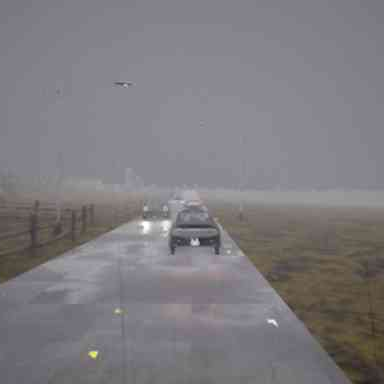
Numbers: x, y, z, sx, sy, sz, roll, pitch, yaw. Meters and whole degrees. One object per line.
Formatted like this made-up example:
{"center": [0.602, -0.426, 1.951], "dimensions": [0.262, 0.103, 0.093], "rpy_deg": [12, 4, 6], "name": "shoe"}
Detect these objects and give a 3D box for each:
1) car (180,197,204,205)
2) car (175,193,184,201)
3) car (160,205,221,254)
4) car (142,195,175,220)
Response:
{"center": [0.115, 1.464, 29.983], "dimensions": [1.812, 1.442, 4.674], "rpy_deg": [0, 0, 0], "name": "car"}
{"center": [-2.713, 0.954, 68.326], "dimensions": [2.097, 1.767, 4.553], "rpy_deg": [0, 1, 0], "name": "car"}
{"center": [0.104, 1.476, 13.428], "dimensions": [2.128, 1.511, 4.902], "rpy_deg": [0, 0, 0], "name": "car"}
{"center": [-2.833, 1.301, 27.719], "dimensions": [2.097, 1.767, 4.553], "rpy_deg": [0, 0, 0], "name": "car"}
